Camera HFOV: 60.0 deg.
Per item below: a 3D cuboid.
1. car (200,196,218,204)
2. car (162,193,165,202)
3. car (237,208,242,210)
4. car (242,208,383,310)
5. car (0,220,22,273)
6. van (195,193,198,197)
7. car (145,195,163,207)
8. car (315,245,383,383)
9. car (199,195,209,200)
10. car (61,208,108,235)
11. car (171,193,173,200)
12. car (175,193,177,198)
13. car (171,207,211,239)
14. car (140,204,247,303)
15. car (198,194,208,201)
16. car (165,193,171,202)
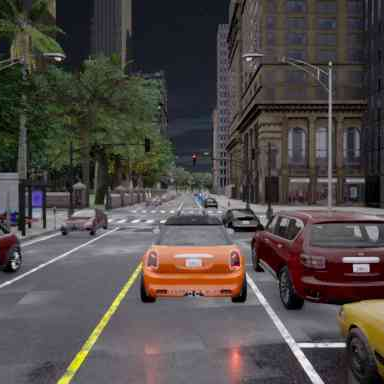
[{"bbox_3d":[2.529,1.544,45.048,1.947,1.339,4.313,0,0,0],"label":"car"},{"bbox_3d":[-6.053,1.410,55.863,1.967,1.590,4.097,0,0,0],"label":"car"},{"bbox_3d":[2.668,1.561,18.612,1.947,1.339,4.313,0,0,0],"label":"car"},{"bbox_3d":[2.724,1.313,7.761,2.192,1.841,5.009,0,0,0],"label":"car"},{"bbox_3d":[-5.801,1.439,7.732,1.967,1.590,4.097,0,0,0],"label":"car"},{"bbox_3d":[2.329,1.276,82.990,1.690,1.788,3.998,0,0,0],"label":"van"},{"bbox_3d":[-6.025,1.525,50.443,2.008,1.369,4.403,0,0,0],"label":"car"},{"bbox_3d":[2.753,1.525,2.506,1.752,1.417,4.829,0,0,0],"label":"car"},{"bbox_3d":[2.501,1.540,50.468,1.947,1.339,4.313,0,0,0],"label":"car"},{"bbox_3d":[-5.857,1.577,18.585,1.802,1.307,4.206,0,0,0],"label":"car"},{"bbox_3d":[-6.168,1.259,77.545,2.192,1.841,5.009,0,0,0],"label":"car"},{"bbox_3d":[-6.253,1.233,93.805,2.192,1.841,5.009,0,0,0],"label":"car"},{"bbox_3d":[-0.030,1.596,18.202,1.895,1.301,4.718,0,0,0],"label":"car"},{"bbox_3d":[0.033,1.351,8.383,2.097,1.767,4.553,0,0,0],"label":"car"},{"bbox_3d":[2.471,1.495,56.059,1.752,1.417,4.829,0,0,0],"label":"car"},{"bbox_3d":[-6.139,1.391,72.124,1.967,1.590,4.097,0,0,0],"label":"car"}]
